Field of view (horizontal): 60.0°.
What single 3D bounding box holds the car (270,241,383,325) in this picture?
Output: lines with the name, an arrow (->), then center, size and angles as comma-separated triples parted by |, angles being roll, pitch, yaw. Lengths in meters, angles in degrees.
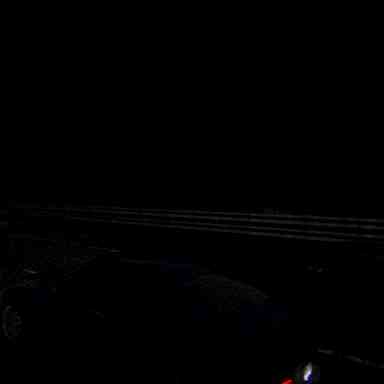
car -> 2.946, 1.595, 6.190 | 4.718, 1.301, 1.895 | 0, 0, 36

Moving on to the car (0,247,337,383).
car -> -0.758, 1.509, 4.533 | 4.674, 1.442, 1.812 | 0, 0, 35
